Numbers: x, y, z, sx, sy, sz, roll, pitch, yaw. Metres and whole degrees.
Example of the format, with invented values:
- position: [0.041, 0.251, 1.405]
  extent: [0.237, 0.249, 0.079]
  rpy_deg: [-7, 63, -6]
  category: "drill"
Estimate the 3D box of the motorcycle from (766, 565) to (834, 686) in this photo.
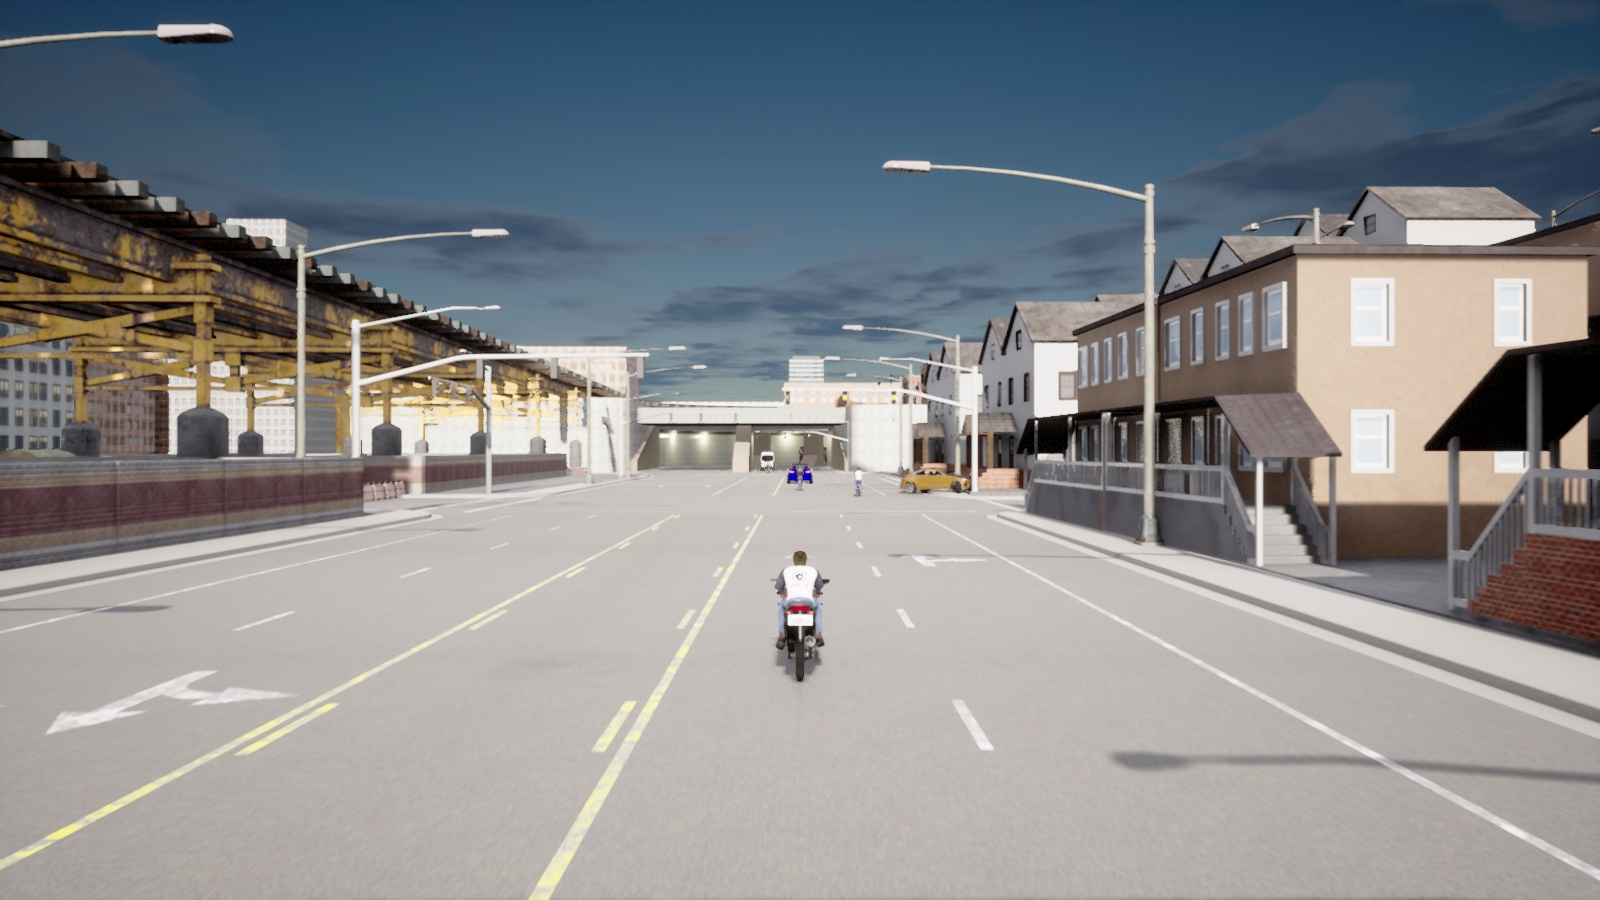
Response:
- position: [0.001, 2.174, 14.496]
  extent: [0.803, 1.224, 2.033]
  rpy_deg: [0, 0, 0]
  category: "motorcycle"

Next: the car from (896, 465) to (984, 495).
- position: [8.809, 1.921, 72.290]
  extent: [5.027, 1.651, 2.152]
  rpy_deg: [-3, 0, 36]
  category: "car"

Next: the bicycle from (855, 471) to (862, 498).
- position: [3.503, 2.054, 68.333]
  extent: [0.373, 1.521, 1.643]
  rpy_deg: [0, 0, 0]
  category: "bicycle"
